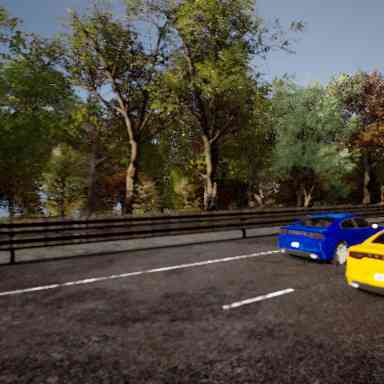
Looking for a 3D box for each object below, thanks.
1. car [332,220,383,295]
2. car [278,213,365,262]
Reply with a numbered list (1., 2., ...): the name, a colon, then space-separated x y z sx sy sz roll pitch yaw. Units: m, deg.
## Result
1. car: 5.641 1.491 7.822 5.008 1.535 1.882 0 0 -36
2. car: 5.227 1.495 11.843 5.008 1.535 1.882 0 0 -36
